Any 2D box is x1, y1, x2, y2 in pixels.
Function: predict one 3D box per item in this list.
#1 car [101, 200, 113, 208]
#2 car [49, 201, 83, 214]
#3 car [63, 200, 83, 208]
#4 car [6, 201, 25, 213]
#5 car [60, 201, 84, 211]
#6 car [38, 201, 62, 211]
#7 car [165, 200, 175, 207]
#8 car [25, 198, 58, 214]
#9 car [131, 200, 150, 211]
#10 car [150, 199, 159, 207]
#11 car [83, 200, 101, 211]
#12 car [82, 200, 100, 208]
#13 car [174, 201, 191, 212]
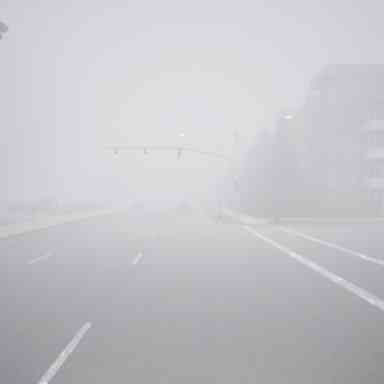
[{"bbox_3d":[-16.332,2.306,62.789,2.128,1.511,4.902,0,-1,0],"label":"car"},{"bbox_3d":[-16.337,2.158,43.363,1.895,1.301,4.718,0,-1,0],"label":"car"},{"bbox_3d":[-23.318,2.380,65.440,2.033,1.411,5.357,0,-1,0],"label":"car"},{"bbox_3d":[-23.328,2.053,45.414,1.882,1.535,5.008,0,-1,0],"label":"car"},{"bbox_3d":[-19.852,2.257,55.229,2.033,1.411,5.357,0,-1,0],"label":"car"},{"bbox_3d":[-23.351,2.205,54.782,1.837,1.490,4.892,0,-1,0],"label":"car"},{"bbox_3d":[-4.817,2.455,74.027,1.882,1.535,5.008,0,-1,0],"label":"car"},{"bbox_3d":[-19.836,1.796,44.985,2.150,2.045,5.566,0,-1,0],"label":"car"},{"bbox_3d":[-8.203,2.238,51.464,1.994,1.385,4.181,0,-1,0],"label":"car"},{"bbox_3d":[-8.316,2.305,72.320,2.097,1.767,4.553,0,-1,0],"label":"car"},{"bbox_3d":[-16.367,2.185,52.673,1.837,1.490,4.892,0,-1,1],"label":"car"},{"bbox_3d":[-19.818,2.322,65.397,1.882,1.535,5.008,0,-1,0],"label":"car"},{"bbox_3d":[-1.197,2.145,48.301,1.837,1.490,4.892,0,-1,0],"label":"car"}]
